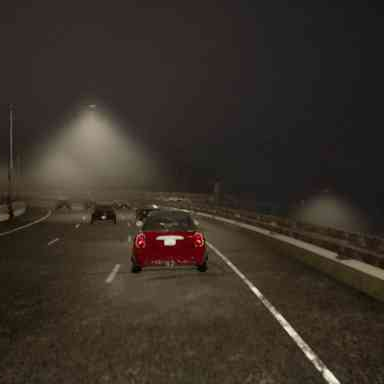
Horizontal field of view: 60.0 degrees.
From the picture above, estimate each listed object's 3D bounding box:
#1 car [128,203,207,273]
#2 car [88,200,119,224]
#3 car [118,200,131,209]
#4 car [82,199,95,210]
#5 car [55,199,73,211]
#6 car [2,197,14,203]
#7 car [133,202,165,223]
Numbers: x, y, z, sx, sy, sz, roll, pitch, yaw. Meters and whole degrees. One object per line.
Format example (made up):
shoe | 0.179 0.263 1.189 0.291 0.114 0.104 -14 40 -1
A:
car | -0.797 1.389 11.101 2.097 1.767 4.553 0 0 -5
car | -6.819 1.632 25.831 1.812 1.442 4.674 0 0 -14
car | -9.707 1.778 45.217 1.895 1.301 4.718 0 0 -24
car | -13.987 1.722 45.963 1.812 1.442 4.674 0 0 -25
car | -17.499 1.734 45.201 1.812 1.442 4.674 0 0 -25
car | -44.569 1.926 80.484 4.892 1.490 1.837 0 0 40
car | -3.765 1.649 28.391 2.033 1.411 5.357 0 0 -15
